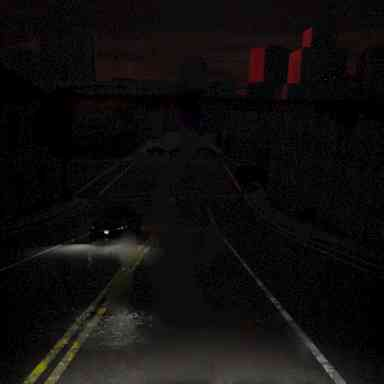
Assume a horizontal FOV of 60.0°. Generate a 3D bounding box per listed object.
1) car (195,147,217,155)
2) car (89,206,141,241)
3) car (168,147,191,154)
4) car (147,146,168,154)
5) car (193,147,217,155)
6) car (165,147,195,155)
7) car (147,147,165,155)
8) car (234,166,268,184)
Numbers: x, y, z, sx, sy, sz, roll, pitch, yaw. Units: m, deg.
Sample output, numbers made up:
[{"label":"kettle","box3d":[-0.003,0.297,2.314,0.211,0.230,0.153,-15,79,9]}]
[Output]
[{"label":"car","box3d":[2.805,-8.651,70.515,4.974,1.542,2.038,8,15,28]},{"label":"car","box3d":[-3.713,1.504,16.734,1.837,1.490,4.892,1,0,-1]},{"label":"car","box3d":[-2.517,-8.721,69.723,4.536,1.218,1.853,-9,16,-36]},{"label":"car","box3d":[-7.204,-8.799,69.701,4.536,1.218,1.853,13,18,42]},{"label":"car","box3d":[2.762,-8.811,70.503,4.536,1.218,1.853,8,15,28]},{"label":"car","box3d":[-2.561,-8.562,69.728,4.974,1.542,2.038,-9,16,-36]},{"label":"car","box3d":[-7.169,-8.637,69.702,4.974,1.542,2.038,13,18,42]},{"label":"car","box3d":[8.191,-2.256,42.686,5.566,2.045,2.150,-1,13,-10]}]
